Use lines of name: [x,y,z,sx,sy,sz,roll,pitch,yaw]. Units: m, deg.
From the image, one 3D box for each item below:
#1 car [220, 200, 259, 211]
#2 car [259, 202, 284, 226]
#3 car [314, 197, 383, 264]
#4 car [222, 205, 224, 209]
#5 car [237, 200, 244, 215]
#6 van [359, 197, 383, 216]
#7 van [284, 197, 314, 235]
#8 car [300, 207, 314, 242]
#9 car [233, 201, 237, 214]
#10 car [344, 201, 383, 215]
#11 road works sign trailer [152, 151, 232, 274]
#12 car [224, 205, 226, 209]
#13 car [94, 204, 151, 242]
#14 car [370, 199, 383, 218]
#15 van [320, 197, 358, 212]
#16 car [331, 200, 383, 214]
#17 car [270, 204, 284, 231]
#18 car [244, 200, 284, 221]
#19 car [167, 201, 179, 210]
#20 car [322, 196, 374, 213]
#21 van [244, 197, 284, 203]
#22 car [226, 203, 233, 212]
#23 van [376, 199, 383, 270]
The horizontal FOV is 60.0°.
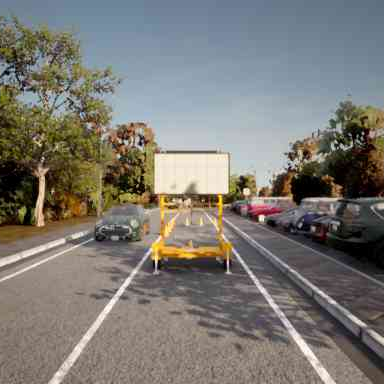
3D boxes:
car: [6.951,1.977,49.091,5.366,1.575,1.946,0,-1,0]
car: [7.055,1.606,21.348,4.792,1.488,2.163,0,-1,0]
car: [7.093,1.199,10.262,5.566,2.045,2.435,0,0,0]
car: [7.137,1.922,46.322,4.892,1.521,2.231,0,-1,0]
car: [7.108,1.758,32.450,4.674,1.452,2.002,0,-1,0]
van: [20.307,1.524,35.000,4.442,1.987,1.878,0,-1,0]
van: [6.958,1.280,15.798,4.442,1.987,1.878,0,-1,0]
car: [7.099,1.500,13.013,4.792,1.488,2.163,0,0,0]
car: [7.141,1.783,35.226,4.792,1.488,2.163,0,-1,0]
car: [20.189,1.786,37.768,4.892,1.521,2.231,0,-1,0]
road works sign trailer: [-0.016,0.491,10.607,2.380,3.560,2.880,0,0,-1]
car: [7.133,1.870,43.550,5.008,1.535,2.097,0,-1,0]
car: [-3.340,1.416,16.671,2.097,1.767,4.553,0,0,0]
car: [20.154,1.589,32.230,4.553,1.767,2.185,0,-1,0]
van: [20.329,1.691,46.198,4.442,1.987,1.878,0,-1,0]
car: [20.016,1.819,40.536,5.366,1.575,1.946,0,-1,0]
car: [7.083,1.581,18.570,4.674,1.452,2.002,0,-1,0]
car: [7.101,1.647,26.899,5.008,1.535,2.097,0,-1,0]
car: [-3.272,2.307,57.780,2.033,1.411,5.357,0,-2,0]
car: [20.234,1.612,43.307,5.566,2.045,2.435,0,-1,0]
van: [7.217,1.457,29.678,4.442,1.987,1.878,0,-1,0]
car: [7.088,1.538,38.006,5.566,2.045,2.435,0,-1,0]
van: [6.942,1.233,7.486,4.442,1.987,1.878,0,0,0]
